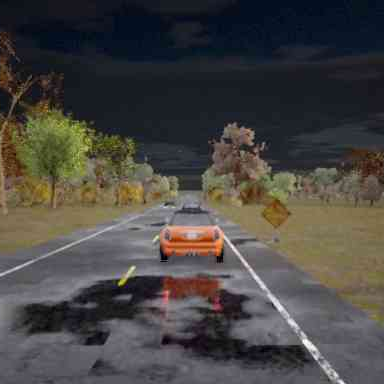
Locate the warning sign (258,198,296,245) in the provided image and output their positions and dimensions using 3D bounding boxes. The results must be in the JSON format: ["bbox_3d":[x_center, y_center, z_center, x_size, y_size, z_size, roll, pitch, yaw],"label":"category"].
[{"bbox_3d":[3.512,1.181,13.900,1.300,1.860,1.060,0,0,0],"label":"warning sign"}]

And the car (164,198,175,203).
[{"bbox_3d":[-3.732,1.835,58.111,2.033,1.411,5.357,0,0,0],"label":"car"}]

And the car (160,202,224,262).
[{"bbox_3d":[0.009,1.412,12.551,2.097,1.767,4.553,0,0,0],"label":"car"}]
